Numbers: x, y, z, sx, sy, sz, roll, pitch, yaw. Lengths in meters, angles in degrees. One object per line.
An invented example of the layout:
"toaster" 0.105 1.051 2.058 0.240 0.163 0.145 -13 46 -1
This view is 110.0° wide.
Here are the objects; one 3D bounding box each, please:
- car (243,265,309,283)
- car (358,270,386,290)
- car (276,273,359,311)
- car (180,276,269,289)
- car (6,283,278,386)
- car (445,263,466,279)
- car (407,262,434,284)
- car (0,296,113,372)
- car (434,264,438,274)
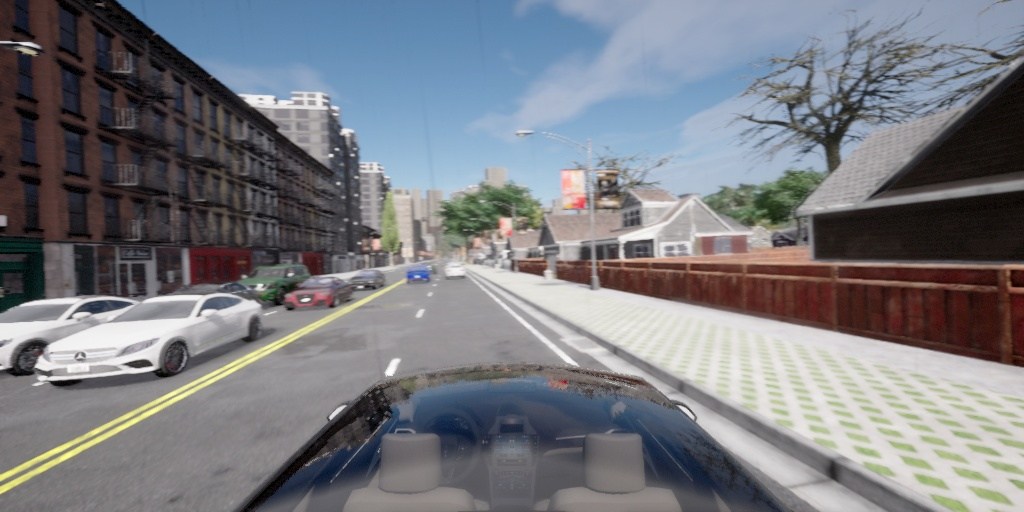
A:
"car" -12.876 1.535 19.563 2.150 2.045 5.566 -3 0 -10
"car" -10.910 1.772 27.360 2.033 1.411 5.357 -3 0 -10
"car" -9.165 1.716 17.303 1.994 1.385 4.181 -3 0 -9
"car" -11.772 1.800 13.883 1.837 1.490 4.892 -3 0 -10
"car" -7.566 1.608 8.214 1.812 1.442 4.674 -3 0 -10
"car" -5.684 1.516 35.969 1.812 1.442 4.674 -3 0 -10
"car" -8.366 1.587 32.490 1.882 1.535 5.008 -3 0 -10
"car" -10.962 1.758 8.727 1.812 1.442 4.674 -3 0 -10
"car" -11.199 1.577 48.487 2.097 1.767 4.553 -3 0 -10
